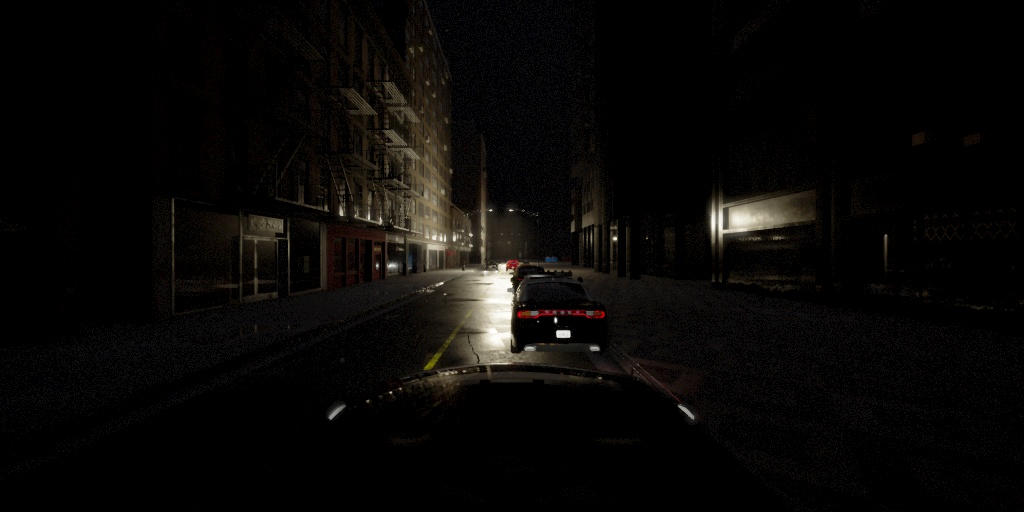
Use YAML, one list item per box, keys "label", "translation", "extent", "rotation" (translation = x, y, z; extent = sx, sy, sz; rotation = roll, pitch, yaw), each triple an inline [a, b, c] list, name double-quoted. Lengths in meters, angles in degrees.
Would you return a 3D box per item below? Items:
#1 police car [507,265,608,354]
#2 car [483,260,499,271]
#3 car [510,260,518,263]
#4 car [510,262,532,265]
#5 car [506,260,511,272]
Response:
- label: "police car"
  translation: [0.914, 1.175, 8.919]
  extent: [1.930, 1.638, 5.238]
  rotation: [0, 0, 0]
- label: "car"
  translation: [-2.883, 1.284, 50.269]
  extent: [1.837, 1.490, 4.892]
  rotation: [0, 0, 0]
- label: "car"
  translation: [0.955, 1.209, 25.000]
  extent: [1.801, 1.575, 5.366]
  rotation: [0, 0, 0]
- label: "car"
  translation: [0.940, 1.256, 18.809]
  extent: [1.837, 1.490, 4.892]
  rotation: [0, 0, 0]
- label: "car"
  translation: [0.148, 1.301, 47.410]
  extent: [1.812, 1.442, 4.674]
  rotation: [0, 0, 1]
